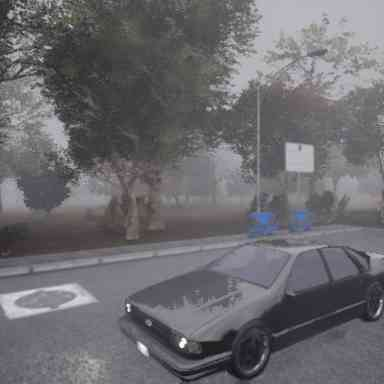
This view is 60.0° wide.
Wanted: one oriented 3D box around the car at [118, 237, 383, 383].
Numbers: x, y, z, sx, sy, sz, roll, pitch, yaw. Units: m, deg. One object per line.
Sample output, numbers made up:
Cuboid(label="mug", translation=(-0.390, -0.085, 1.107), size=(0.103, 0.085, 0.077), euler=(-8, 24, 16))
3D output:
Cuboid(label="car", translation=(1.561, 1.539, 5.652), size=(5.357, 1.411, 2.033), euler=(0, 0, -36))
